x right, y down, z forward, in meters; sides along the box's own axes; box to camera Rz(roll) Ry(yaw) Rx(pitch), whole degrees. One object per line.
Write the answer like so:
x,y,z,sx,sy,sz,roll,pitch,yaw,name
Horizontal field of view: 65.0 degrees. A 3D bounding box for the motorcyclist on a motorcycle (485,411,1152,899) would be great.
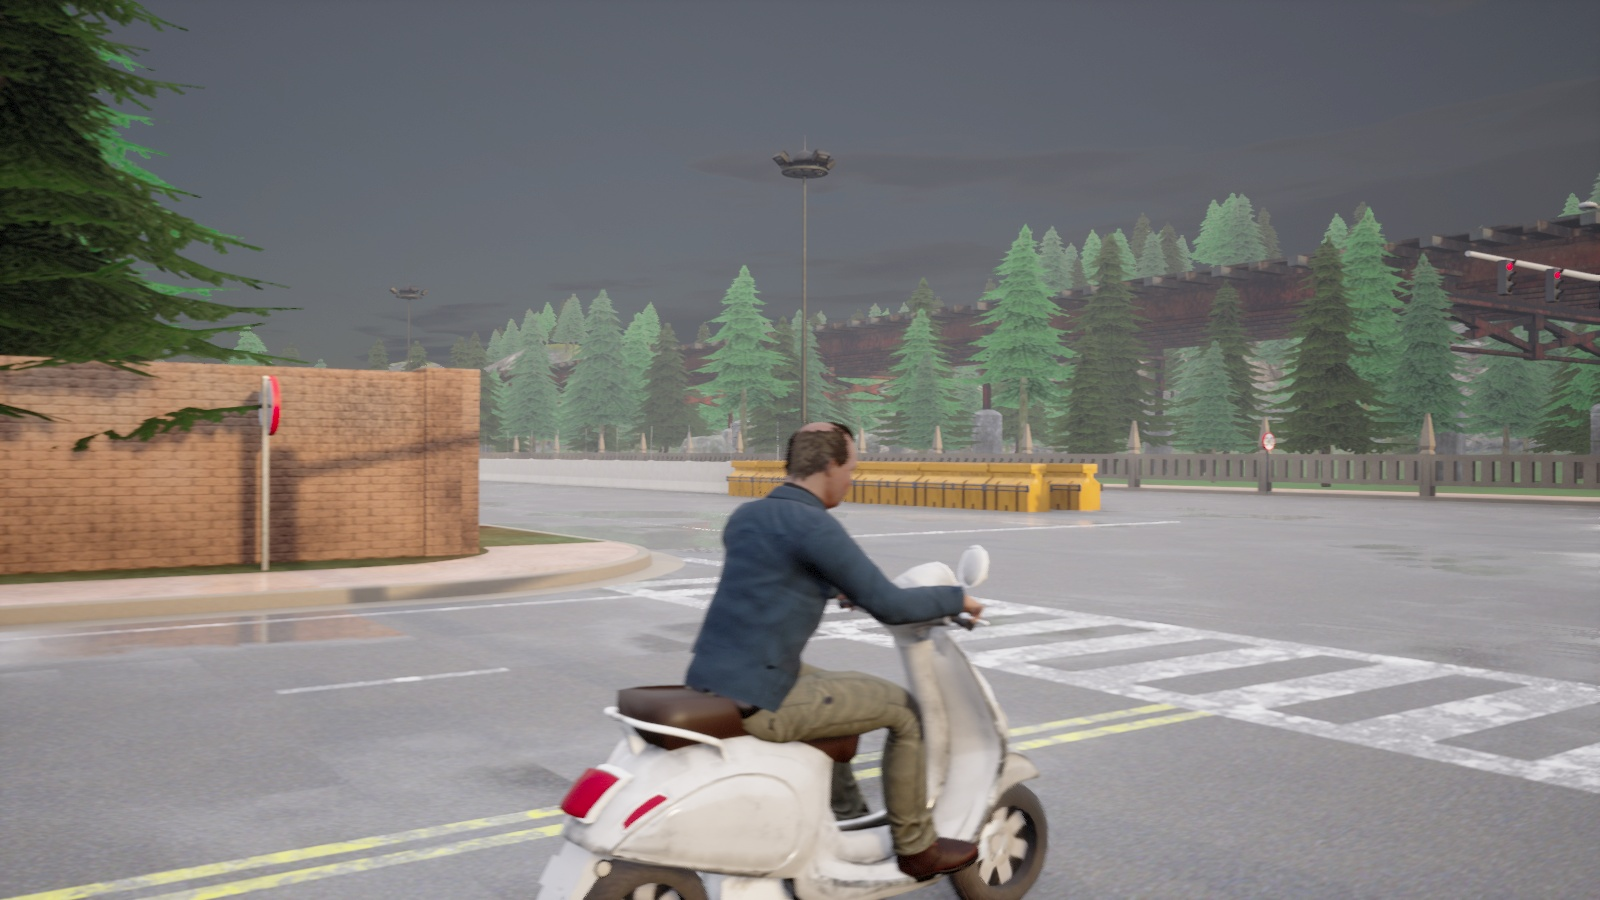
0.098,0.710,3.727,1.817,1.590,0.866,0,0,-35,motorcyclist on a motorcycle
